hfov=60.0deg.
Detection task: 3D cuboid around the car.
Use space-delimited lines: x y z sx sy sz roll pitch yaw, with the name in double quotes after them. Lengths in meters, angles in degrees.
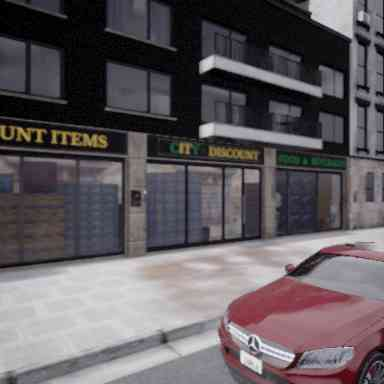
2.512 1.527 4.846 4.674 1.442 1.812 0 0 -36 "car"
